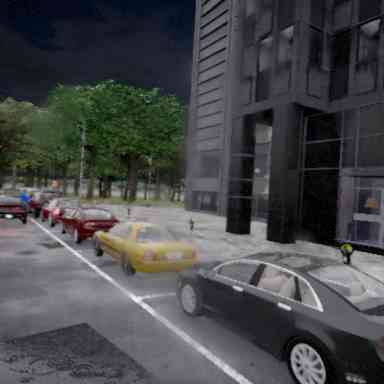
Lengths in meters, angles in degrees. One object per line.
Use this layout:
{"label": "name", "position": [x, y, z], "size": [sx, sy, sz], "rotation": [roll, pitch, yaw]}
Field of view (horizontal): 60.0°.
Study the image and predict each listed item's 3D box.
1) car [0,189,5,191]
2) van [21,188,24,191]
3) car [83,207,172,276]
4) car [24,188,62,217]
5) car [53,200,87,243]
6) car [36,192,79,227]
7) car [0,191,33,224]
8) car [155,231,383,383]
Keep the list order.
{"label": "car", "position": [-18.277, 0.511, 31.112], "size": [1.837, 1.490, 4.892], "rotation": [3, -1, -33]}
{"label": "van", "position": [-13.195, 0.632, 28.243], "size": [1.690, 1.788, 3.998], "rotation": [3, 0, -32]}
{"label": "car", "position": [-1.653, 1.442, 10.026], "size": [1.752, 1.417, 4.829], "rotation": [3, 0, -32]}
{"label": "car", "position": [-10.283, 0.763, 23.653], "size": [2.192, 1.841, 5.009], "rotation": [3, 0, -32]}
{"label": "car", "position": [-4.474, 1.308, 14.472], "size": [1.887, 1.381, 4.507], "rotation": [3, 0, -32]}
{"label": "car", "position": [-7.379, 1.046, 19.062], "size": [1.967, 1.590, 4.097], "rotation": [3, 0, -32]}
{"label": "car", "position": [-10.611, 0.929, 19.098], "size": [1.837, 1.490, 4.892], "rotation": [3, 0, -32]}
{"label": "car", "position": [1.347, 1.631, 5.292], "size": [2.008, 1.369, 4.403], "rotation": [3, 0, -32]}
